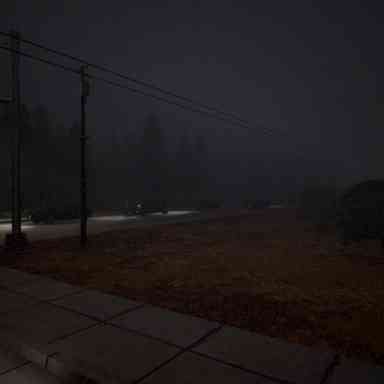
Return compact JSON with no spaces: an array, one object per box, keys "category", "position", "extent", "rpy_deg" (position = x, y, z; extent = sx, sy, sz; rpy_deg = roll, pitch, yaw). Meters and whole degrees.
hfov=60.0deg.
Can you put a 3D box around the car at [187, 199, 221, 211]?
[{"category":"car","position":[1.523,1.510,39.971],"extent":[1.895,1.301,4.718],"rpy_deg":[0,0,37]}]

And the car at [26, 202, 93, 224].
[{"category":"car","position":[-9.733,1.513,24.808],"extent":[1.837,1.490,4.892],"rpy_deg":[0,0,37]}]

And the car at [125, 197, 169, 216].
[{"category":"car","position":[-4.327,1.312,32.097],"extent":[2.097,1.767,4.553],"rpy_deg":[0,0,37]}]

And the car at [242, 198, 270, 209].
[{"category":"car","position":[8.395,1.466,43.049],"extent":[1.895,1.301,4.718],"rpy_deg":[0,0,37]}]
